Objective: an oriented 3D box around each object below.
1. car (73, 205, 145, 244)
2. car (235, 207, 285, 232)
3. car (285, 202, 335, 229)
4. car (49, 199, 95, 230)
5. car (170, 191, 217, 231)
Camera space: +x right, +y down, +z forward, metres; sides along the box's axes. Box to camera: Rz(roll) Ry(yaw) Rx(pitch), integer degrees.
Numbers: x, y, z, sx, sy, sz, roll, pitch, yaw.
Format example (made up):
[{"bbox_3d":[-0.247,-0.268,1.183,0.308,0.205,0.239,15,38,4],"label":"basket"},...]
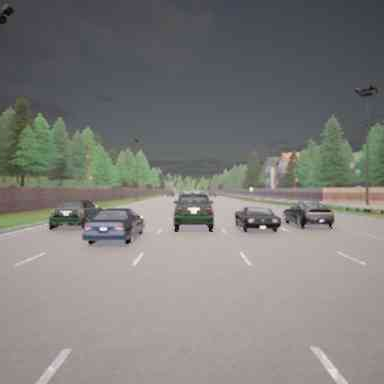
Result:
[{"bbox_3d":[-3.403,1.456,15.268,2.033,1.411,5.357,0,0,0],"label":"car"},{"bbox_3d":[3.597,1.487,19.091,1.895,1.301,4.718,0,0,0],"label":"car"},{"bbox_3d":[7.096,1.368,20.622,2.128,1.511,4.902,0,0,0],"label":"car"},{"bbox_3d":[-6.903,1.230,20.359,2.097,1.767,4.553,0,0,0],"label":"car"},{"bbox_3d":[0.096,1.104,19.747,2.150,2.045,5.566,0,0,0],"label":"car"}]
